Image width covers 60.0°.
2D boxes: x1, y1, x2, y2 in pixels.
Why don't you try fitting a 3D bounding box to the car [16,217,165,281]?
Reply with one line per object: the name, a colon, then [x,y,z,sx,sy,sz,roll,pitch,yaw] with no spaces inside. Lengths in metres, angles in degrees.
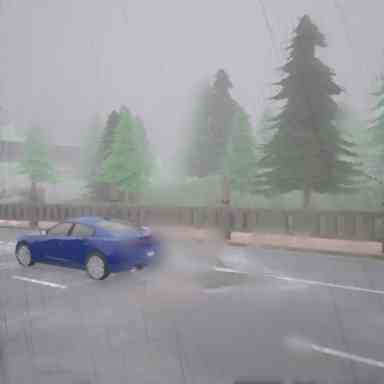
car: [-3.160,1.479,9.874,5.008,1.535,1.882,0,0,31]
